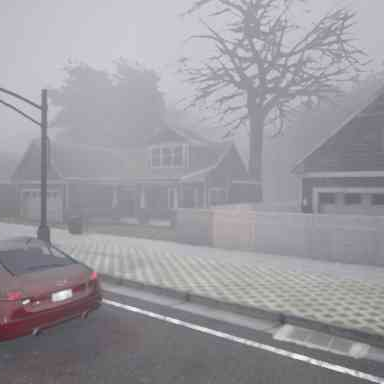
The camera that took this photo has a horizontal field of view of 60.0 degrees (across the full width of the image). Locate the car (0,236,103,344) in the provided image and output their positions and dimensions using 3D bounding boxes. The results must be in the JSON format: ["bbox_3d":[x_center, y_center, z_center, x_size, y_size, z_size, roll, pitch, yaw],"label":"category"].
[{"bbox_3d":[-3.623,1.548,6.259,4.181,1.385,1.994,0,0,35],"label":"car"}]
